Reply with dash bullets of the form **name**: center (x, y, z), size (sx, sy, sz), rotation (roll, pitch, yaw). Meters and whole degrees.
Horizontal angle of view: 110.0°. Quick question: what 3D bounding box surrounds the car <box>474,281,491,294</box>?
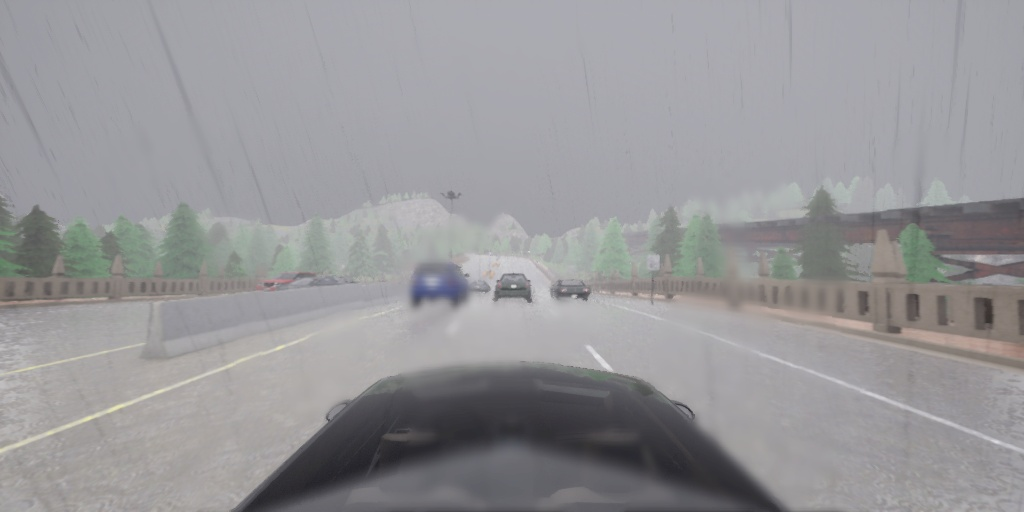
- **car**: center (-3.409, 3.423, 39.250), size (1.994, 1.385, 4.181), rotation (0, -4, 0)

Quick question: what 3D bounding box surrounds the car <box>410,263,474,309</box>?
- **car**: center (-3.404, 1.451, 17.921), size (2.150, 2.045, 5.566), rotation (0, -4, 0)

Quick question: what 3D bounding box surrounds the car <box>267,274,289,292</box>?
- **car**: center (-14.102, 2.220, 24.838), size (1.882, 1.535, 5.008), rotation (0, -4, 0)

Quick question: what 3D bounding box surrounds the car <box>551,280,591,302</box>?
- **car**: center (3.595, 2.173, 22.747), size (1.895, 1.301, 4.718), rotation (0, -4, 0)

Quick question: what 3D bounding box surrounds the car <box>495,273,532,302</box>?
- **car**: center (0.094, 1.880, 22.155), size (2.097, 1.767, 4.553), rotation (0, -4, 0)

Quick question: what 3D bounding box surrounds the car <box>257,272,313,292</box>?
- **car**: center (-17.601, 2.260, 28.674), size (2.150, 2.045, 5.566), rotation (0, -4, 0)

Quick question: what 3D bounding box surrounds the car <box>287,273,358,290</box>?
- **car**: center (-10.602, 1.964, 21.273), size (2.128, 1.511, 4.902), rotation (0, -4, 0)
